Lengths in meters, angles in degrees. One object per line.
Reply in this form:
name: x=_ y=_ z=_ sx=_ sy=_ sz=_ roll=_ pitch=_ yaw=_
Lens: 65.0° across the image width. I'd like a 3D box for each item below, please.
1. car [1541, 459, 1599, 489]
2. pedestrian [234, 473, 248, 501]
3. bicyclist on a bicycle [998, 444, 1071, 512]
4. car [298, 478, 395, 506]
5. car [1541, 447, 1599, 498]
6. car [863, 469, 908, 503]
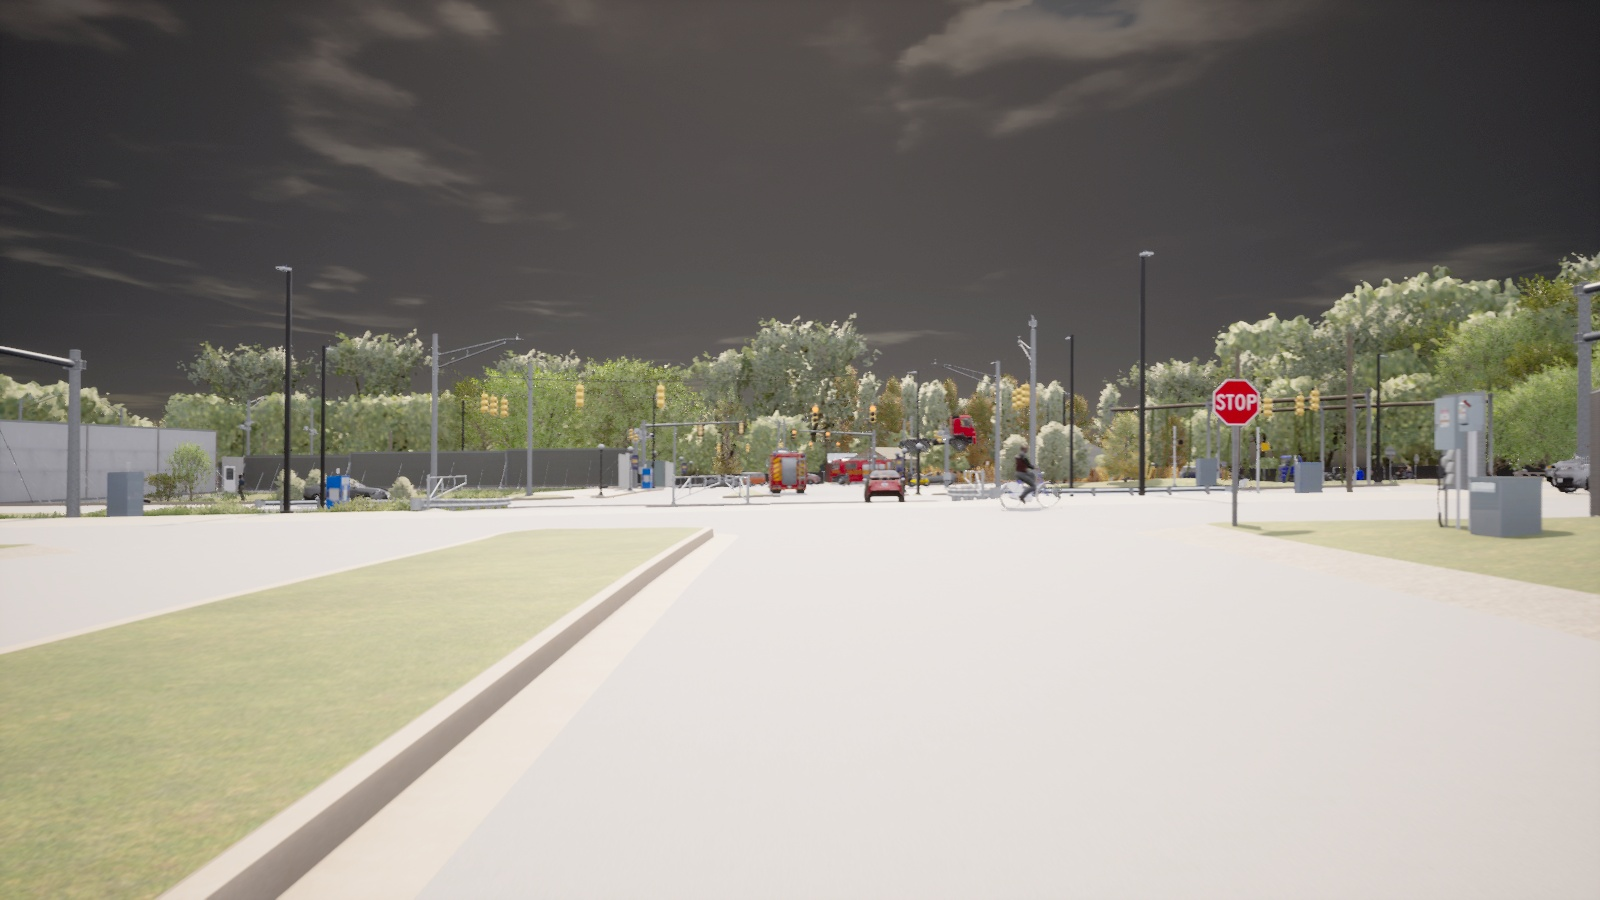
car: x=43.846 y=1.296 z=69.454 sx=4.514 sy=1.525 sz=2.007 roll=-1 pitch=-1 yaw=-1
pedestrian: x=-36.928 y=2.429 z=82.918 sx=0.726 sy=1.835 sz=0.370 roll=0 pitch=-1 yaw=0
bicyclist on a bicycle: x=6.356 y=0.738 z=34.051 sx=1.843 sy=1.776 sz=0.659 roll=-1 pitch=1 yaw=-19
car: x=-26.399 y=2.430 z=73.196 sx=4.902 sy=1.511 sz=2.128 roll=-1 pitch=-1 yaw=0
car: x=24.859 y=0.640 z=38.073 sx=3.633 sy=1.501 sz=1.845 roll=-1 pitch=-1 yaw=1
car: x=3.997 y=1.653 z=58.828 sx=2.007 sy=1.525 sz=4.514 roll=-1 pitch=-1 yaw=3
